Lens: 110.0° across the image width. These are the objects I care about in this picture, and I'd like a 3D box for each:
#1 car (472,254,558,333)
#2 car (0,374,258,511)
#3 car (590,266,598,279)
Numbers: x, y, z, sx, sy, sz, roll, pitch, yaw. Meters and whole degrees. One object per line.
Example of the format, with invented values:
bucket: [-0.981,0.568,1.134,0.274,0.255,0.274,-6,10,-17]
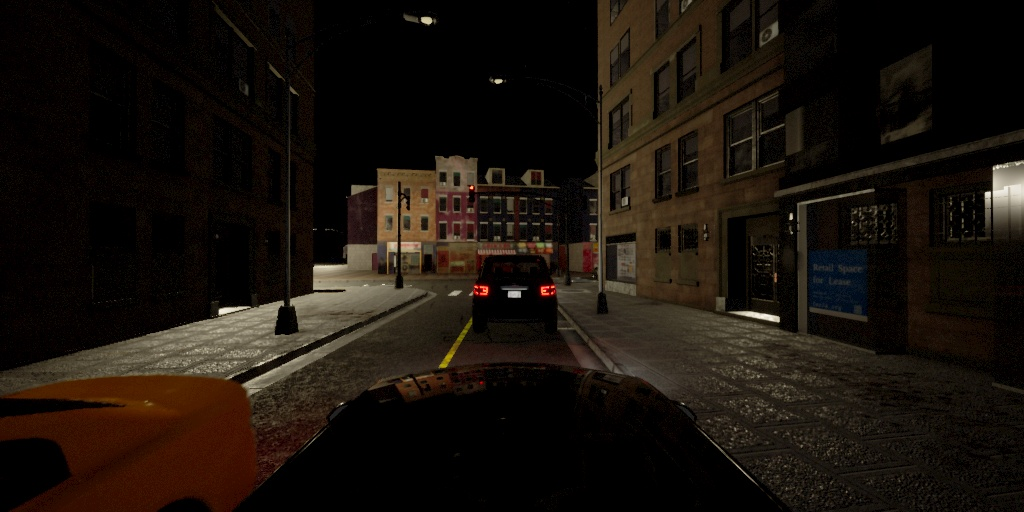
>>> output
car: [0.098,0.972,10.899,2.150,2.045,5.566,0,0,1]
car: [-2.618,1.227,0.254,1.882,1.535,5.008,0,0,0]
car: [8.890,1.090,29.904,4.553,1.767,2.097,0,0,-10]
